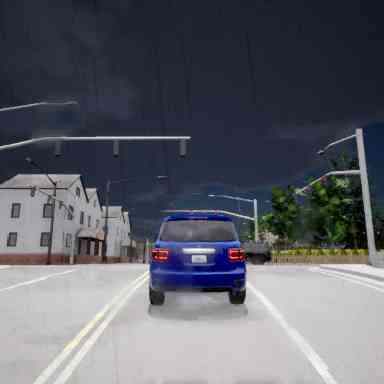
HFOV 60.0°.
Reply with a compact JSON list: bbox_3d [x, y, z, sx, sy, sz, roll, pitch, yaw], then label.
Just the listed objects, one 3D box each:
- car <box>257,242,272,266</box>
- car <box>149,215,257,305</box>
[{"bbox_3d":[4.326,5.553,29.787,5.566,2.045,2.150,1,-12,1],"label":"car"},{"bbox_3d":[0.086,1.762,9.322,2.150,2.045,5.566,0,-7,-1],"label":"car"}]
